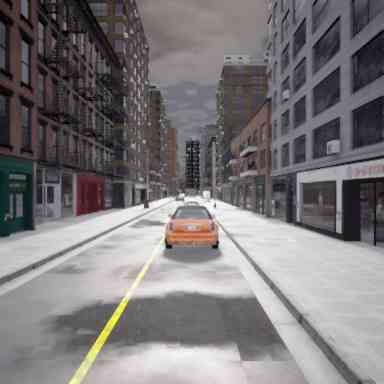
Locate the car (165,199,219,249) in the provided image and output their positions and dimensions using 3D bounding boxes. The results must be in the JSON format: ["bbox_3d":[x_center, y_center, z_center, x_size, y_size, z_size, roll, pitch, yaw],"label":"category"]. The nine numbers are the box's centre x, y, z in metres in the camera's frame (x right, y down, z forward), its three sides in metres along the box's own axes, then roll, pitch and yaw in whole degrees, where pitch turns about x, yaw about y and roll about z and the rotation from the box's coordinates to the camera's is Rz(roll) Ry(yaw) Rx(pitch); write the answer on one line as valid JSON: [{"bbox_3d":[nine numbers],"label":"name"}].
[{"bbox_3d":[0.000,1.365,14.620,2.097,1.767,4.553,0,0,0],"label":"car"}]

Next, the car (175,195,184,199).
[{"bbox_3d":[-2.749,1.465,75.955,1.994,1.385,4.181,0,0,0],"label":"car"}]
